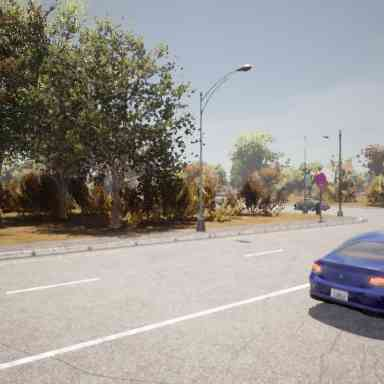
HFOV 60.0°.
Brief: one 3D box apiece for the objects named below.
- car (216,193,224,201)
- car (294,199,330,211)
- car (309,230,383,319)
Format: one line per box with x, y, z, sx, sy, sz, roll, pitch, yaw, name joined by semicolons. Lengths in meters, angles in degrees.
5.203;1.171;54.383;2.150;2.045;5.566;0;0;-32;car
14.356;1.559;39.901;1.994;1.385;4.181;0;0;-32;car
4.299;1.525;6.821;4.674;1.442;1.812;0;0;-36;car
